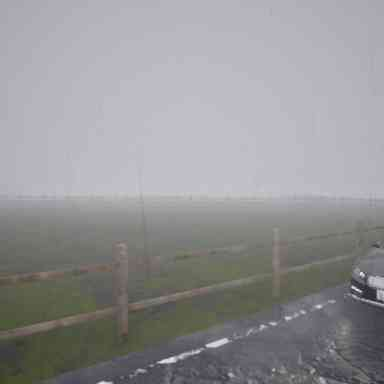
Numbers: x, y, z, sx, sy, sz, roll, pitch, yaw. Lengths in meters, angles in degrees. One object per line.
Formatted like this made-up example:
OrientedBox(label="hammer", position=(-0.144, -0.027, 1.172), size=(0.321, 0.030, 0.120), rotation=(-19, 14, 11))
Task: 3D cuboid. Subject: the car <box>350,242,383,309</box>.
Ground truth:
OrientedBox(label="car", position=(5.230, 1.487, 7.052), size=(4.902, 1.511, 2.128), rotation=(0, 0, -37))
